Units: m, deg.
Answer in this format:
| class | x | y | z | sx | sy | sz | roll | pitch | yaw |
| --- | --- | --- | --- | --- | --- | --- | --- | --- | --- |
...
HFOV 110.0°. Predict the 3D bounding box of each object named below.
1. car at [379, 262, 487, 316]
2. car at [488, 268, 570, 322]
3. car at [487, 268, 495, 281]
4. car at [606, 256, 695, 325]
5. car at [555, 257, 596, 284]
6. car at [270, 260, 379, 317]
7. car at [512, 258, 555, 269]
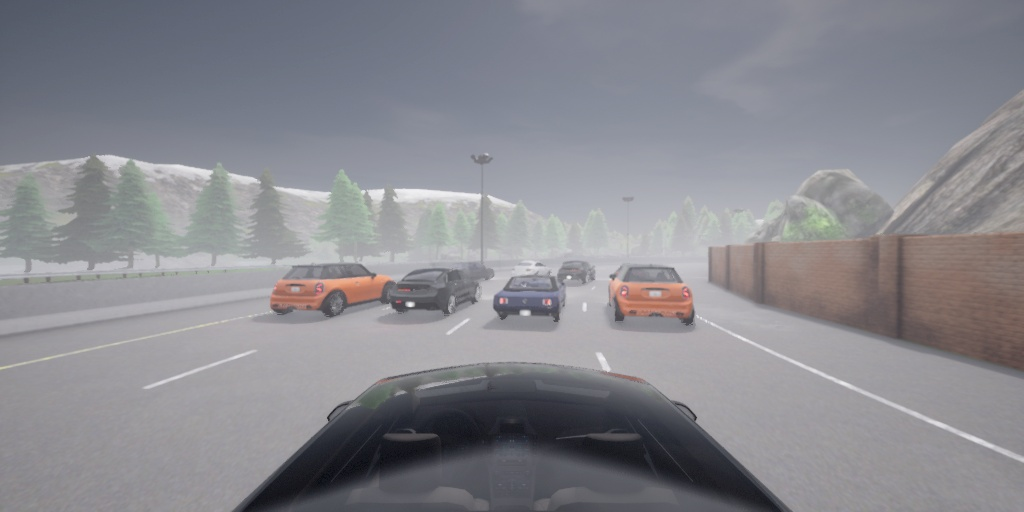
| class | x | y | z | sx | sy | sz | roll | pitch | yaw |
| --- | --- | --- | --- | --- | --- | --- | --- | --- | --- |
| car | -2.542 | 1.153 | 13.033 | 1.837 | 1.490 | 4.892 | 0 | 1 | 12 |
| car | 0.804 | 1.257 | 12.018 | 1.895 | 1.301 | 4.718 | 0 | 1 | 11 |
| car | -3.021 | 1.089 | 24.768 | 2.033 | 1.411 | 5.357 | 0 | 1 | 21 |
| car | 4.331 | 1.013 | 11.755 | 2.097 | 1.767 | 4.553 | 0 | 1 | 13 |
| car | 4.512 | 1.049 | 24.588 | 1.837 | 1.490 | 4.892 | 0 | 1 | 23 |
| car | -6.120 | 1.001 | 12.961 | 2.097 | 1.767 | 4.553 | 0 | 1 | 12 |
| car | 1.448 | 1.053 | 26.300 | 1.812 | 1.442 | 4.674 | 0 | 1 | 23 |
